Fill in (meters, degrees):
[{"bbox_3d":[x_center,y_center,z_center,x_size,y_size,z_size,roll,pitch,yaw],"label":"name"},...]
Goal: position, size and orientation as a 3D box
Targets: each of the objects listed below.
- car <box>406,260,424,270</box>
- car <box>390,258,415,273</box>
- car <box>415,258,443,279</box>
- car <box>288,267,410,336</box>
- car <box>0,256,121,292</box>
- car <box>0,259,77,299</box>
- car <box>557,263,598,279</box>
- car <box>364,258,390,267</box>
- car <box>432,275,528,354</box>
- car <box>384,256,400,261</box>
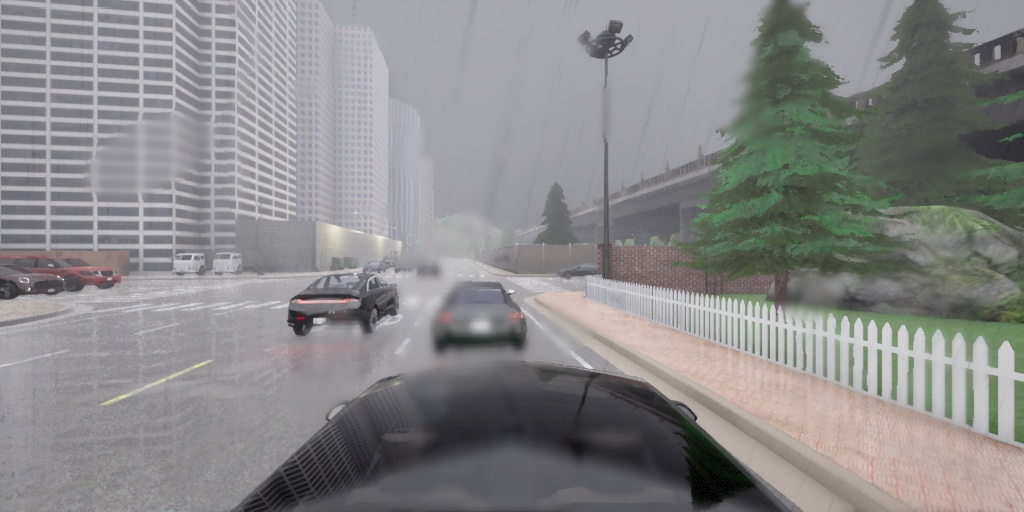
[{"bbox_3d":[-13.943,1.314,51.936,1.994,1.385,4.181,0,0,-8],"label":"car"},{"bbox_3d":[-12.662,1.297,42.787,2.033,1.411,5.357,0,0,-8],"label":"car"},{"bbox_3d":[-7.695,1.275,34.039,1.882,1.535,5.008,0,0,-8],"label":"car"},{"bbox_3d":[-4.557,1.241,10.423,2.128,1.511,4.902,0,0,-6],"label":"car"},{"bbox_3d":[-26.842,1.027,21.119,5.566,2.045,2.150,0,0,-8],"label":"car"},{"bbox_3d":[-25.417,1.157,17.762,4.553,1.767,2.097,0,0,-8],"label":"car"},{"bbox_3d":[6.465,1.331,33.039,4.674,1.442,1.812,0,0,-7],"label":"car"},{"bbox_3d":[-16.101,1.276,42.103,1.812,1.442,4.674,0,0,-8],"label":"car"},{"bbox_3d":[-0.821,1.314,8.883,1.994,1.385,4.181,0,0,-7],"label":"car"},{"bbox_3d":[-17.457,0.968,51.781,2.150,2.045,5.566,0,0,-8],"label":"car"}]
